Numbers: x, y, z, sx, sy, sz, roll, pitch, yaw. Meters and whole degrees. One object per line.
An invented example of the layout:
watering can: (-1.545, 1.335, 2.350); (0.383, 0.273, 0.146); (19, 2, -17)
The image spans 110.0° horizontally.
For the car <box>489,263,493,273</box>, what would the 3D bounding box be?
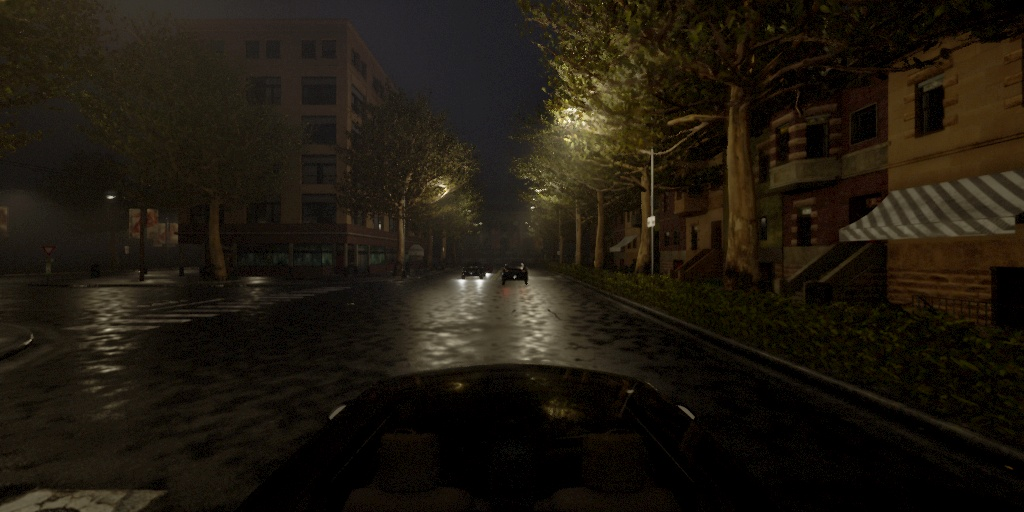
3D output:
car: (-3.387, 1.327, 42.974); (1.994, 1.385, 4.181); (0, 0, 1)

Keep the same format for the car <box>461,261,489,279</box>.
car: (-3.468, 1.265, 33.087); (1.837, 1.490, 4.892); (0, 0, 1)

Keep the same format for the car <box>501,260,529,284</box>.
car: (0.214, 1.249, 27.044); (2.128, 1.511, 4.902); (0, 0, 0)
